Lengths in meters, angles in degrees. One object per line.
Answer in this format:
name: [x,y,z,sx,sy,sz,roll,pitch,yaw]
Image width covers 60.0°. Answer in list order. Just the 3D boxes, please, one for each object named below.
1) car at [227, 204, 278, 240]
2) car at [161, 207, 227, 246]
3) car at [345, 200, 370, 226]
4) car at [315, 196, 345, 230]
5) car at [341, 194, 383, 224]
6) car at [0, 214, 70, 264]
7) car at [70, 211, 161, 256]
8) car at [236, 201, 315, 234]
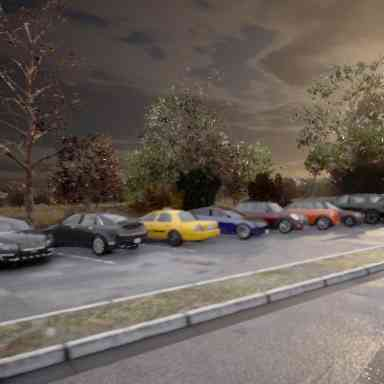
car: [1.606,1.505,17.167,4.792,1.488,2.163,-1,-1,34]
car: [-1.331,1.488,15.299,5.366,1.575,1.946,-1,0,34]
car: [9.166,1.480,22.639,4.674,1.452,2.002,-1,-1,34]
car: [6.772,1.325,20.877,4.553,1.767,2.185,-1,0,34]
car: [11.553,1.178,24.392,5.566,2.045,2.435,-1,0,34]
car: [-6.690,1.514,11.243,4.892,1.521,2.231,-1,-1,34]
car: [-3.926,1.503,13.214,4.892,1.521,2.231,-1,0,34]
car: [4.309,1.338,19.180,4.553,1.767,2.185,-1,-1,34]
